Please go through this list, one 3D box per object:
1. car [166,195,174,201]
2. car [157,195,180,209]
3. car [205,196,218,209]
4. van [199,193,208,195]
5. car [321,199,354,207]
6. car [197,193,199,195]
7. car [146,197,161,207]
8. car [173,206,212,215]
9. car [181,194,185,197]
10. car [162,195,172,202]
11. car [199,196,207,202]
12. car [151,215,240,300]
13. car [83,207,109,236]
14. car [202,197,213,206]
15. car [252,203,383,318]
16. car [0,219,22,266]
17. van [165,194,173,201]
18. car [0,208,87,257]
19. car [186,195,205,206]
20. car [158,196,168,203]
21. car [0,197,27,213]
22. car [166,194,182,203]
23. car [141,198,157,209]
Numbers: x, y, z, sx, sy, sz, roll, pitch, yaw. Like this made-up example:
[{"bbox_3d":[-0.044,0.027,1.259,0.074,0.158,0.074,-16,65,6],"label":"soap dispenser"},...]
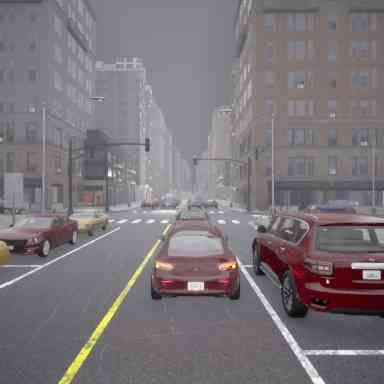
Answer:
[{"bbox_3d":[-5.940,1.616,90.988,1.802,1.307,4.206,1,0,0],"label":"car"},{"bbox_3d":[-3.129,1.503,45.517,2.128,1.511,4.902,0,0,1],"label":"car"},{"bbox_3d":[2.631,1.593,45.605,1.802,1.307,4.206,1,0,0],"label":"car"},{"bbox_3d":[2.616,1.358,62.626,1.690,1.788,3.998,1,0,0],"label":"van"},{"bbox_3d":[13.566,1.503,32.822,4.553,1.767,2.097,0,-1,0],"label":"car"},{"bbox_3d":[2.611,1.335,68.299,2.192,1.841,5.009,1,0,0],"label":"car"},{"bbox_3d":[-5.900,1.558,51.279,1.887,1.381,4.507,1,0,0],"label":"car"},{"bbox_3d":[0.046,1.605,17.468,1.895,1.301,4.718,0,0,0],"label":"car"},{"bbox_3d":[-3.096,1.567,65.797,2.033,1.411,5.357,0,0,1],"label":"car"},{"bbox_3d":[-5.927,1.467,79.643,1.967,1.590,4.097,1,0,0],"label":"car"},{"bbox_3d":[2.597,1.609,79.645,1.802,1.307,4.206,1,0,0],"label":"car"},{"bbox_3d":[0.077,1.528,8.290,1.812,1.442,4.674,0,0,0],"label":"car"},{"bbox_3d":[-5.868,1.529,18.416,1.752,1.417,4.829,1,0,0],"label":"car"},{"bbox_3d":[2.620,1.597,56.952,1.802,1.307,4.206,1,0,0],"label":"car"},{"bbox_3d":[2.671,1.317,7.337,2.192,1.841,5.009,1,0,0],"label":"car"},{"bbox_3d":[-5.856,1.527,7.167,1.752,1.417,4.829,1,0,0],"label":"car"},{"bbox_3d":[-5.932,1.372,85.316,1.690,1.788,3.998,1,0,0],"label":"van"},{"bbox_3d":[-5.862,1.548,12.962,1.887,1.381,4.507,1,0,0],"label":"car"},{"bbox_3d":[0.256,1.559,45.640,2.033,1.411,5.357,0,0,-3],"label":"car"},{"bbox_3d":[-5.917,1.602,68.297,1.802,1.307,4.206,1,0,0],"label":"car"},{"bbox_3d":[-17.290,1.199,29.764,4.553,1.767,2.097,1,-1,0],"label":"car"},{"bbox_3d":[-3.143,1.562,55.368,2.033,1.411,5.357,0,0,0],"label":"car"},{"bbox_3d":[-5.895,1.556,45.606,1.887,1.381,4.507,1,0,0],"label":"car"}]
